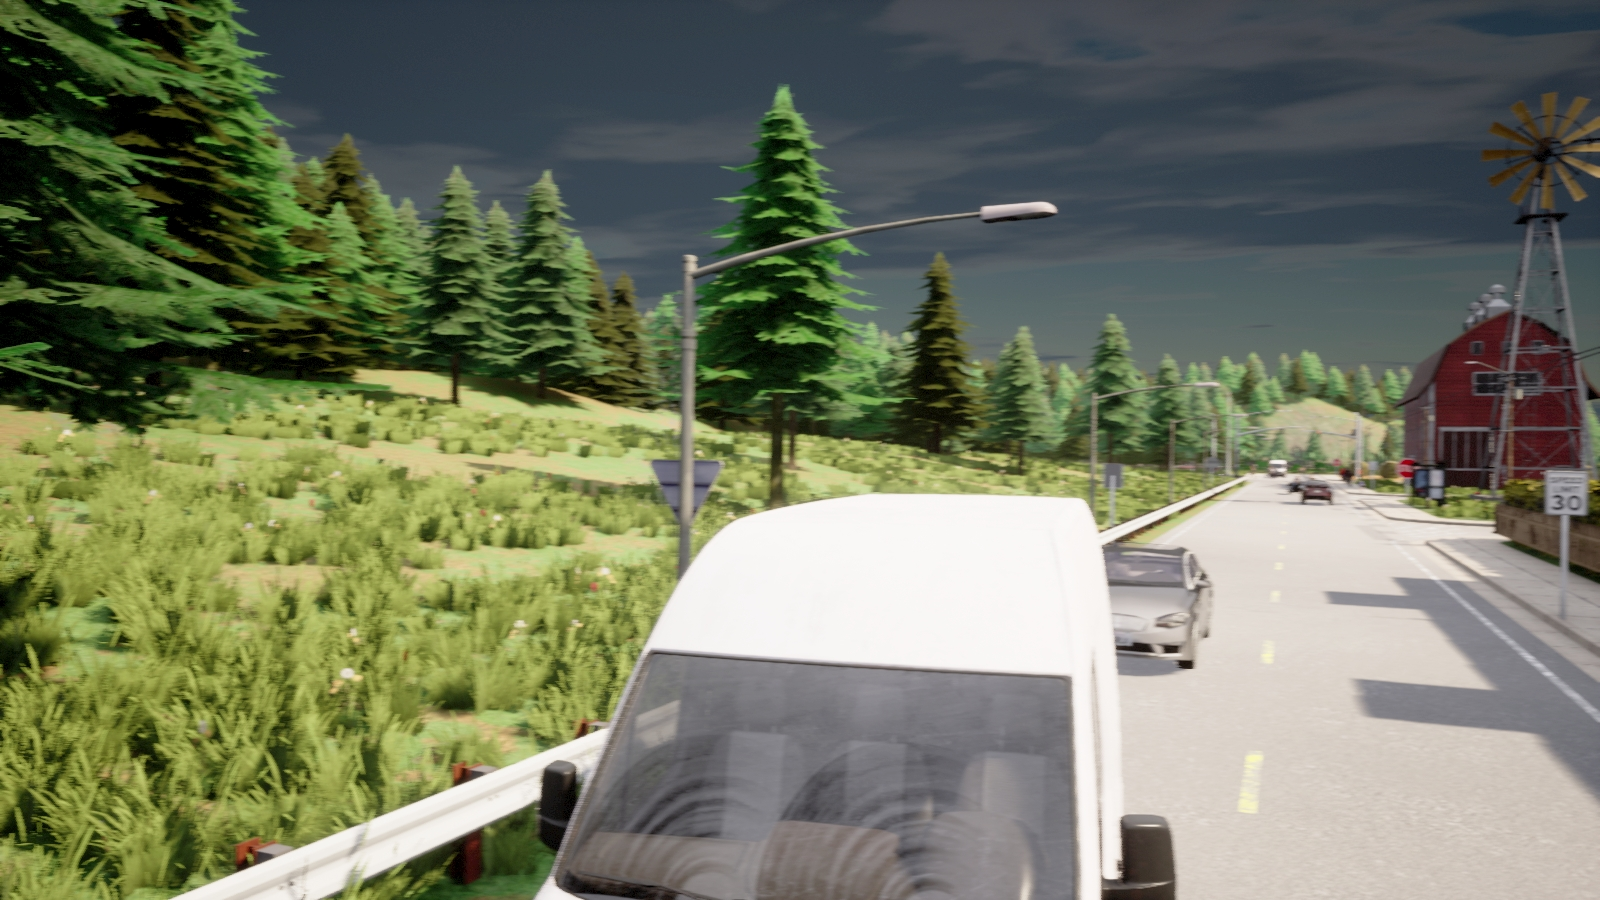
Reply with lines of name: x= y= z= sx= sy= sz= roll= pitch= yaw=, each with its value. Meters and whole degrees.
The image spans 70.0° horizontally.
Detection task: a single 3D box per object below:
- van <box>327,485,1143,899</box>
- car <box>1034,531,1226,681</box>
van: x=0.545 y=1.537 z=5.499 sx=1.988 sy=2.561 sz=5.915 roll=1 pitch=0 yaw=16
car: x=5.063 y=2.147 z=17.008 sx=2.128 sy=1.511 sz=4.902 roll=1 pitch=0 yaw=23
